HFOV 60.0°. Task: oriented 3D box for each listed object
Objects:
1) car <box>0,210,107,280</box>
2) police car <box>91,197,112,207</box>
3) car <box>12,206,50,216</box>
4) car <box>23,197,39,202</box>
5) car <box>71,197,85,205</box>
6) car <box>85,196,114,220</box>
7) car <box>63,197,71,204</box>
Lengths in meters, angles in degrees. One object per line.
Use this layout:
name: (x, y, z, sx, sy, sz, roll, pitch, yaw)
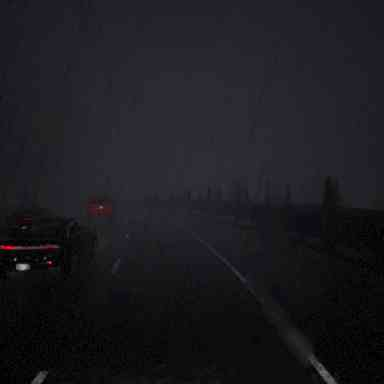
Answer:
car: (-4.173, 1.539, 10.173, 2.128, 1.511, 4.902, 0, 0, -6)
police car: (-15.423, 1.670, 56.463, 1.930, 1.638, 5.238, 0, 0, -32)
car: (-9.178, 1.598, 19.489, 1.837, 1.490, 4.892, 0, 0, -11)
car: (-40.372, 1.843, 83.150, 4.718, 1.301, 1.895, 0, 0, 38)
car: (-21.627, 1.769, 65.392, 1.882, 1.535, 5.008, 0, 0, -38)
car: (-8.032, 1.349, 29.147, 2.150, 2.045, 5.566, 0, 0, -17)
car: (-25.810, 1.824, 70.486, 1.837, 1.490, 4.892, 0, 0, -41)
